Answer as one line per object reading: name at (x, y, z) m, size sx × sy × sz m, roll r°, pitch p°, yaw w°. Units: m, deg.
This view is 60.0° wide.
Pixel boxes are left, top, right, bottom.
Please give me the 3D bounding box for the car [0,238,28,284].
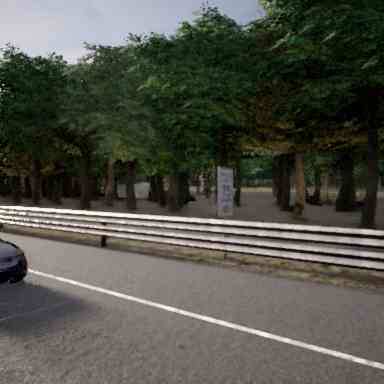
car at (-5.950, 1.499, 8.043) m, size 4.181 × 1.385 × 1.994 m, roll 0°, pitch 0°, yaw 31°
